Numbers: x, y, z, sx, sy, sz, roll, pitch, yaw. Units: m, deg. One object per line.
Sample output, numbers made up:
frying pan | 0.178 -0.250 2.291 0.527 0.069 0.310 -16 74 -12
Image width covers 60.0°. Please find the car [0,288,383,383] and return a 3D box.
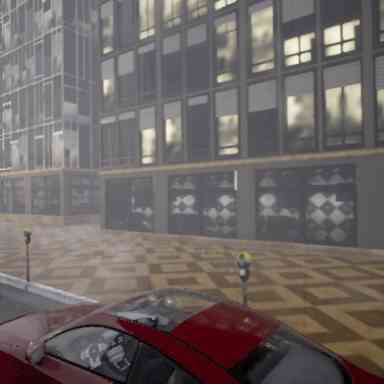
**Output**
car | -0.377 1.583 3.006 4.206 1.307 1.802 0 -1 36
